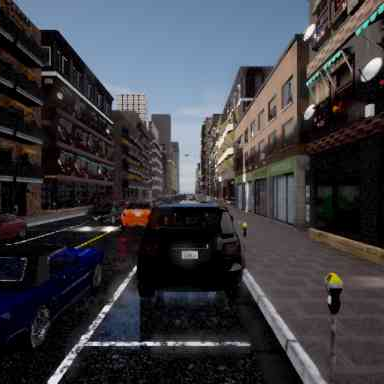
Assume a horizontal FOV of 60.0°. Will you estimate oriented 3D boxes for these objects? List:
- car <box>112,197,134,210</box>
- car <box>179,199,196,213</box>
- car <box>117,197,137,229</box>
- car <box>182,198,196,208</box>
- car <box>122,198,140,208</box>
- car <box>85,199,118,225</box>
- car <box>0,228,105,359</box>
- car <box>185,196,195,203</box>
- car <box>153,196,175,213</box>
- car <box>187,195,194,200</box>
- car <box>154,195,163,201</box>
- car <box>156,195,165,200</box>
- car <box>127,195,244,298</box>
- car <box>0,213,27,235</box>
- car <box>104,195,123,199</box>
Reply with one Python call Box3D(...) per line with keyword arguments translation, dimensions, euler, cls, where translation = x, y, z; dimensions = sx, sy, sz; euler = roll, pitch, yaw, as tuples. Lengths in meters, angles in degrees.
Box3D(translation=(-8.834, 1.439, 42.793), dimensions=(1.967, 1.590, 4.097), euler=(0, 0, 0), cls="car")
Box3D(translation=(-0.454, 1.525, 37.323), dimensions=(1.752, 1.417, 4.829), euler=(0, 0, 0), cls="car")
Box3D(translation=(-3.146, 1.354, 21.520), dimensions=(2.097, 1.767, 4.553), euler=(0, 0, 0), cls="car")
Box3D(translation=(-0.454, 1.543, 48.426), dimensions=(1.887, 1.381, 4.507), euler=(0, 0, 0), cls="car")
Box3D(translation=(-8.834, 1.543, 48.430), dimensions=(1.887, 1.381, 4.507), euler=(0, 0, 0), cls="car")
Box3D(translation=(-6.244, 1.505, 24.072), dimensions=(1.837, 1.490, 4.892), euler=(0, 0, 0), cls="car")
Box3D(translation=(-3.046, 1.601, 6.075), dimensions=(1.895, 1.301, 4.718), euler=(0, 0, 0), cls="car")
Box3D(translation=(-0.453, 1.545, 70.970), dimensions=(2.008, 1.369, 4.403), euler=(0, 0, 0), cls="car")
Box3D(translation=(-3.047, 1.351, 37.427), dimensions=(2.097, 1.767, 4.553), euler=(0, 0, 0), cls="car")
Box3D(translation=(-0.452, 1.513, 93.685), dimensions=(1.752, 1.417, 4.829), euler=(0, 0, 0), cls="car")
Box3D(translation=(-8.834, 1.541, 87.882), dimensions=(2.008, 1.369, 4.403), euler=(0, 0, 0), cls="car")
Box3D(translation=(-8.834, 1.539, 93.519), dimensions=(2.008, 1.369, 4.403), euler=(0, 0, 0), cls="car")
Box3D(translation=(-0.038, 1.229, 8.679), dimensions=(2.150, 2.045, 5.566), euler=(0, 0, 0), cls="car")
Box3D(translation=(-8.835, 1.583, 14.612), dimensions=(1.802, 1.307, 4.206), euler=(0, 0, 0), cls="car")
Box3D(translation=(-8.833, 1.314, 37.157), dimensions=(2.192, 1.841, 5.009), euler=(0, 0, 0), cls="car")
